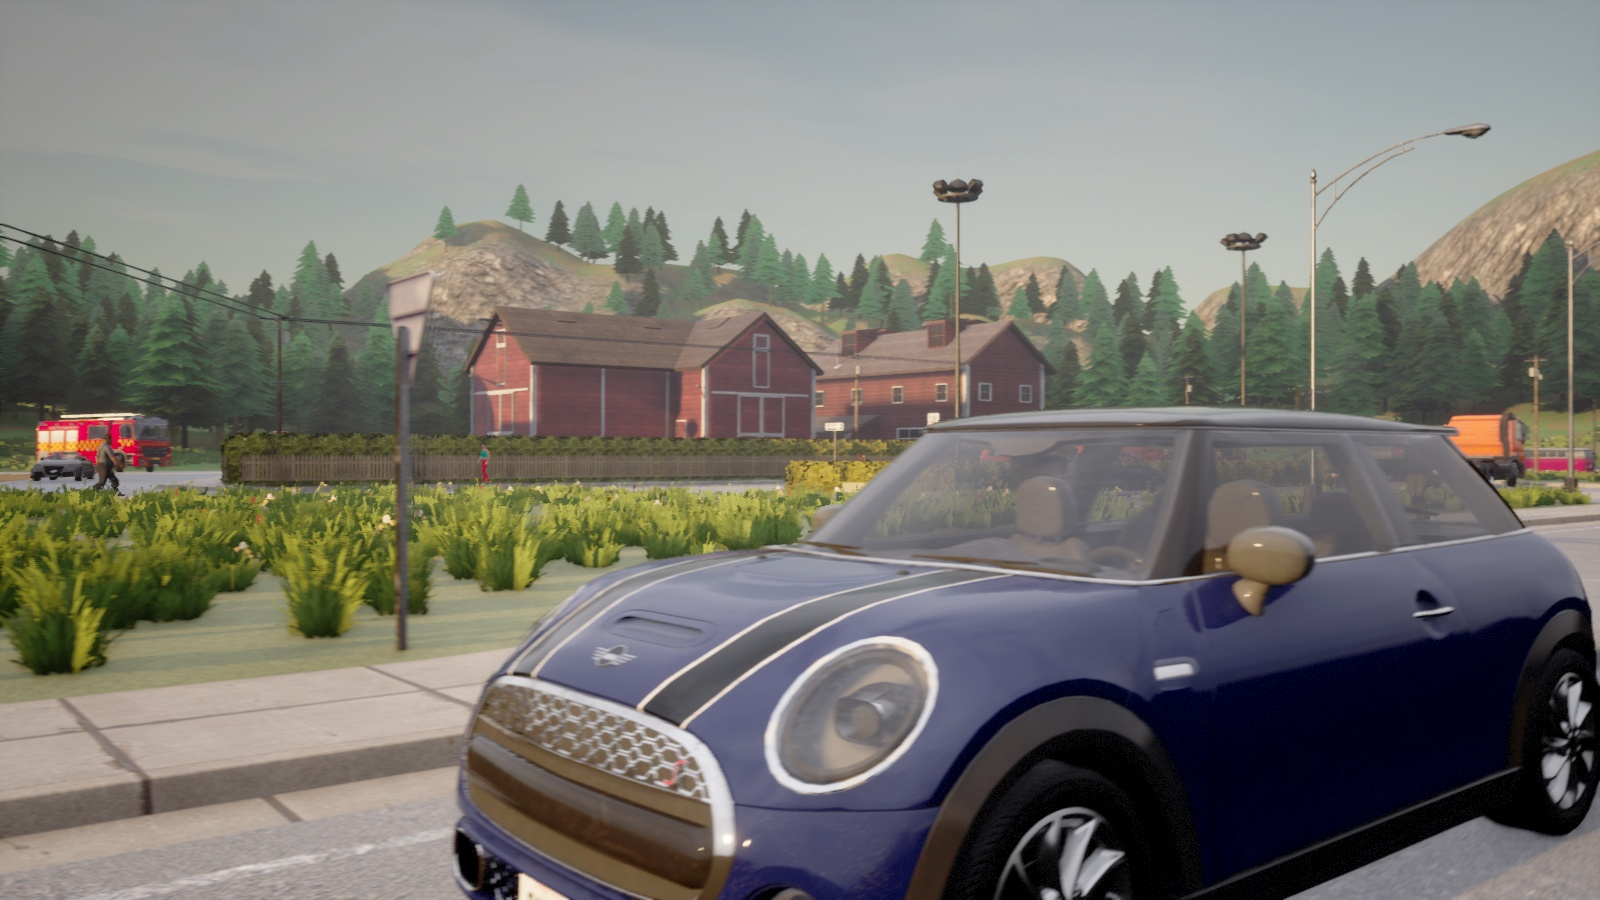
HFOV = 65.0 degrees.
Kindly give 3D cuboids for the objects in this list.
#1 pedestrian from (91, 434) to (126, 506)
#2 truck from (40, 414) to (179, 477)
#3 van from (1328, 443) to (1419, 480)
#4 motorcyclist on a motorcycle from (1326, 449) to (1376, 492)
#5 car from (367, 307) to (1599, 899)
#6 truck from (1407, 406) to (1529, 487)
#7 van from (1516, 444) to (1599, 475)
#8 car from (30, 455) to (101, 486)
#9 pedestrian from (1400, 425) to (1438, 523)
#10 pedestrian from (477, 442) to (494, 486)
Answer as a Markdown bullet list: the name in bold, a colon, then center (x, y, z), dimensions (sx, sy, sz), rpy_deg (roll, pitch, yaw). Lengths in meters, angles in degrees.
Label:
- **pedestrian**: center (-18.114, 0.519, 32.905), dimensions (0.694, 1.848, 0.540), rpy_deg (0, 0, -44)
- **truck**: center (-44.589, -0.243, 81.084), dimensions (8.468, 3.827, 2.891), rpy_deg (-1, -1, 19)
- **van**: center (31.387, 0.627, 68.881), dimensions (1.775, 1.987, 4.442), rpy_deg (0, 0, -24)
- **motorcyclist on a motorcycle**: center (21.878, 0.793, 49.840), dimensions (2.350, 1.649, 0.766), rpy_deg (0, 0, -38)
- **car**: center (1.046, 0.615, 4.629), dimensions (4.553, 1.767, 2.097), rpy_deg (0, 0, -38)
- **truck**: center (30.563, -0.140, 57.266), dimensions (2.891, 3.462, 7.936), rpy_deg (0, 0, 43)
- **van**: center (49.776, 0.623, 82.480), dimensions (1.775, 1.987, 4.442), rpy_deg (0, 0, -37)
- **car**: center (-34.570, 0.928, 59.189), dimensions (1.994, 1.385, 4.181), rpy_deg (0, 0, -17)
- **pedestrian**: center (11.772, 0.444, 23.876), dimensions (0.726, 1.835, 0.370), rpy_deg (0, 0, -39)
- **pedestrian**: center (-13.316, 0.600, 53.161), dimensions (0.594, 1.836, 0.345), rpy_deg (0, 0, -41)
